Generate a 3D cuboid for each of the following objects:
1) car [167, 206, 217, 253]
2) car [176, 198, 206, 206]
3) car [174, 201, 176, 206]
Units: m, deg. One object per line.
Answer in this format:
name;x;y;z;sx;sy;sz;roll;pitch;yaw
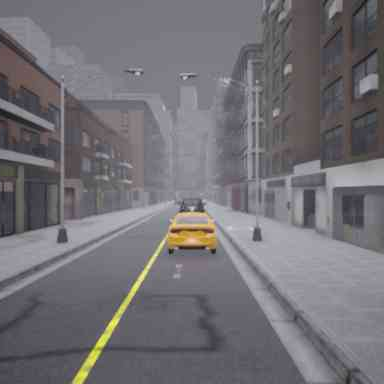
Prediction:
car;0.008;1.619;14.476;1.882;1.535;5.008;0;0;0
car;0.008;1.502;29.015;2.150;2.045;5.566;0;0;0
car;-2.732;2.249;70.968;1.994;1.385;4.181;0;-1;0
